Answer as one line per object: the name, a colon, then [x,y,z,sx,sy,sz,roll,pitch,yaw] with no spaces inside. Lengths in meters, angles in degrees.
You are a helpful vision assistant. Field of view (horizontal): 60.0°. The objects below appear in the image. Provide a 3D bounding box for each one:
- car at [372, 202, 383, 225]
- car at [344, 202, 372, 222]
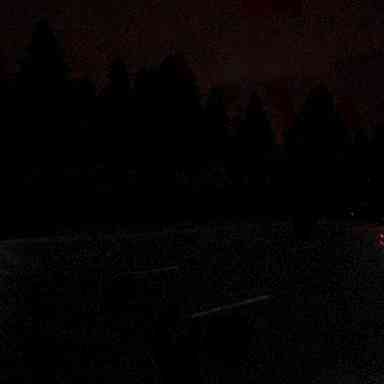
car: [14.645,1.541,22.787,4.892,1.490,1.837,0,0,-35]
car: [14.232,1.515,26.792,5.008,1.535,1.882,0,0,-35]
